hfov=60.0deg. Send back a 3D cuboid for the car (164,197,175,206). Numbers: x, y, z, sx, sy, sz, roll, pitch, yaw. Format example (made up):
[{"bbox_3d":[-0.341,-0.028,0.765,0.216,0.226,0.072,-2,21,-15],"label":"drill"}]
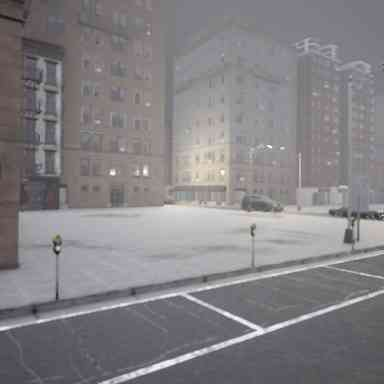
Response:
[{"bbox_3d":[-4.728,1.581,57.706,1.882,1.535,5.008,1,-1,-35],"label":"car"}]

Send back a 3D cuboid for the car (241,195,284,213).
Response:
[{"bbox_3d":[8.210,1.423,39.388,2.150,2.045,5.566,1,0,-35],"label":"car"}]

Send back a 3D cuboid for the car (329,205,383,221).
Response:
[{"bbox_3d":[14.939,1.862,29.933,1.895,1.301,4.718,1,0,-36],"label":"car"}]
